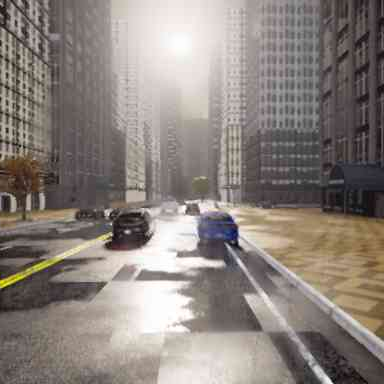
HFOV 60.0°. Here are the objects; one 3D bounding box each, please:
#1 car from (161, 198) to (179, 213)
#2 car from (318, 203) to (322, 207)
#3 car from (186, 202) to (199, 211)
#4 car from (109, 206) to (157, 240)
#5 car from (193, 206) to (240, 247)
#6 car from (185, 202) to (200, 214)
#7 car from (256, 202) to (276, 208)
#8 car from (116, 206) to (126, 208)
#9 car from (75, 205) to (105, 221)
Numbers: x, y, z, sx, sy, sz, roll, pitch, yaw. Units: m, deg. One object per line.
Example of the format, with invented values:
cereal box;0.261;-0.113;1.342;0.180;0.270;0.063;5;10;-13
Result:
car;-3.134;1.849;47.318;2.150;2.045;5.566;0;-1;0
car;32.779;2.802;80.588;4.097;1.590;1.967;1;0;-1
car;0.019;2.264;52.903;1.994;1.385;4.181;0;-1;0
car;-3.143;1.752;18.680;1.837;1.490;4.892;0;-1;0
car;1.144;1.696;16.394;1.882;1.535;5.008;0;-1;0
car;0.083;2.106;43.835;1.812;1.442;4.674;0;-1;0
car;15.946;2.773;71.875;4.403;1.369;2.008;1;0;-1
car;-6.582;1.987;31.791;1.994;1.385;4.181;0;-1;0
car;-9.829;1.995;32.299;1.994;1.385;4.181;0;-1;0
